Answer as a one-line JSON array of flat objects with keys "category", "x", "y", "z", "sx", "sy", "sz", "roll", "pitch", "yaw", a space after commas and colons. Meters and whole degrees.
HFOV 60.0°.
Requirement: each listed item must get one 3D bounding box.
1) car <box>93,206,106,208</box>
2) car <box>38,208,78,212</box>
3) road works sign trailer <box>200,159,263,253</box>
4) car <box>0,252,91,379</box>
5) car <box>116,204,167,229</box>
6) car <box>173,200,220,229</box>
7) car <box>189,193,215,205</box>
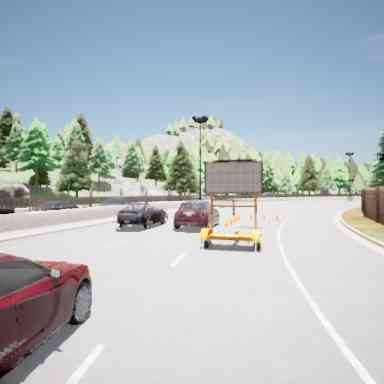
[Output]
[{"category": "car", "x": -7.406, "y": 1.363, "z": 31.446, "sx": 2.097, "sy": 1.767, "sz": 4.553, "roll": 0, "pitch": 0, "yaw": 21}, {"category": "car", "x": -12.030, "y": 1.516, "z": 28.889, "sx": 1.837, "sy": 1.490, "sz": 4.892, "roll": 0, "pitch": 0, "yaw": 19}, {"category": "road works sign trailer", "x": 1.749, "y": 0.469, "z": 13.864, "sx": 2.380, "sy": 3.560, "sz": 2.880, "roll": 0, "pitch": 0, "yaw": 15}, {"category": "car", "x": -2.922, "y": 1.479, "z": 4.150, "sx": 1.882, "sy": 1.535, "sz": 5.008, "roll": 0, "pitch": 0, "yaw": 5}, {"category": "car", "x": -3.121, "y": 1.499, "z": 21.615, "sx": 2.128, "sy": 1.511, "sz": 4.902, "roll": 0, "pitch": 0, "yaw": 15}, {"category": "car", "x": 0.422, "y": 1.359, "z": 21.234, "sx": 2.097, "sy": 1.767, "sz": 4.553, "roll": 0, "pitch": 0, "yaw": 16}, {"category": "car", "x": 1.957, "y": 1.241, "z": 62.447, "sx": 2.150, "sy": 2.045, "sz": 5.566, "roll": 0, "pitch": 0, "yaw": 38}]
